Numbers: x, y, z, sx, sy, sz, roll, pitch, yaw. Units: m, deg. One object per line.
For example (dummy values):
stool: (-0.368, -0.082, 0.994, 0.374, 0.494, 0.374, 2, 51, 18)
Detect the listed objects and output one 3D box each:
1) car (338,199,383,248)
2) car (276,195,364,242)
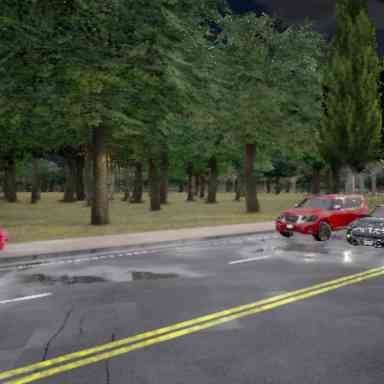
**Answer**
car: (8.350, 1.289, 13.647, 4.553, 1.767, 2.097, 0, 0, -36)
car: (6.586, 1.158, 16.381, 5.566, 2.045, 2.150, 0, 0, -36)
